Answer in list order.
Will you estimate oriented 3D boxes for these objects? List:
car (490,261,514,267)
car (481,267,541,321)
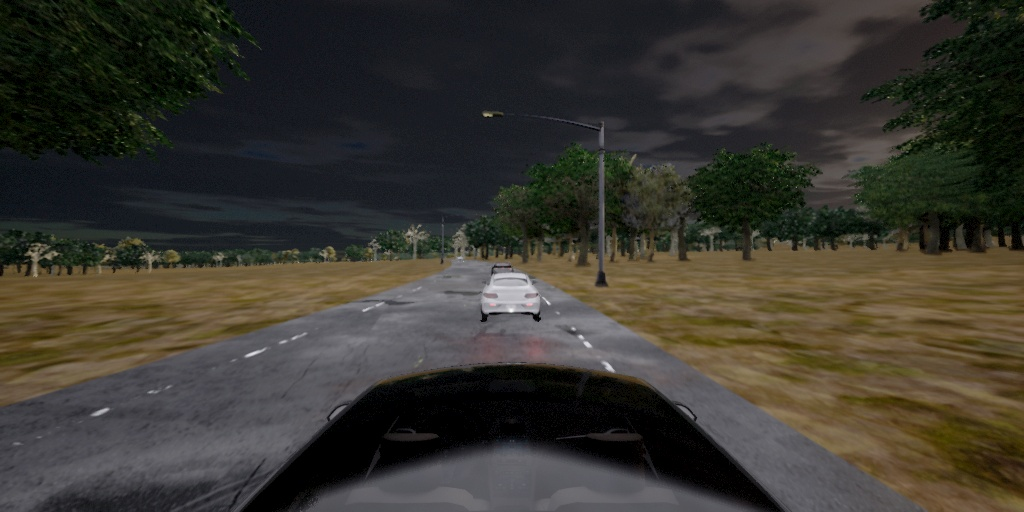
[{"bbox_3d":[-0.876,1.209,31.217,2.128,1.511,4.902,0,0,-3],"label":"car"},{"bbox_3d":[-0.080,1.274,12.382,1.812,1.442,4.674,0,0,-2],"label":"car"}]
